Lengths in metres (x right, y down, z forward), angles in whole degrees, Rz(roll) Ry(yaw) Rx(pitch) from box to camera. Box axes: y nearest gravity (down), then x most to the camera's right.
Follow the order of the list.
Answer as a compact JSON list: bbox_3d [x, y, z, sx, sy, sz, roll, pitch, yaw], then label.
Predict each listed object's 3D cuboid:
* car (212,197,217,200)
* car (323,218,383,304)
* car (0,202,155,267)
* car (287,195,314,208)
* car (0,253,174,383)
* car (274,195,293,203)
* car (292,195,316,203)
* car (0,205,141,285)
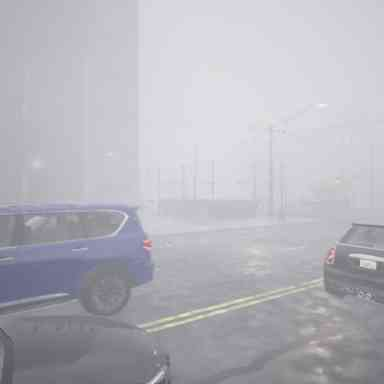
[{"bbox_3d":[4.235,1.574,60.425,4.718,1.301,1.895,0,0,-36],"label":"car"},{"bbox_3d":[4.980,1.352,7.340,4.553,1.767,2.097,0,0,-35],"label":"car"},{"bbox_3d":[-3.347,1.221,5.904,5.566,2.045,2.150,0,0,-35],"label":"car"},{"bbox_3d":[14.962,1.254,45.845,4.553,1.767,2.185,0,0,-36],"label":"car"},{"bbox_3d":[-2.291,1.526,2.126,4.674,1.442,1.812,0,0,-35],"label":"car"},{"bbox_3d":[18.979,1.452,68.905,3.806,1.475,1.970,0,0,-36],"label":"car"},{"bbox_3d":[21.883,1.420,64.902,4.674,1.452,2.002,0,0,-36],"label":"car"},{"bbox_3d":[-4.022,1.352,9.721,4.553,1.767,2.097,0,0,-35],"label":"car"}]
